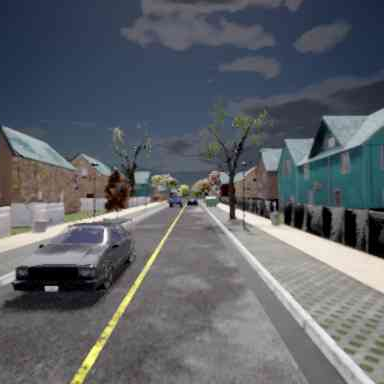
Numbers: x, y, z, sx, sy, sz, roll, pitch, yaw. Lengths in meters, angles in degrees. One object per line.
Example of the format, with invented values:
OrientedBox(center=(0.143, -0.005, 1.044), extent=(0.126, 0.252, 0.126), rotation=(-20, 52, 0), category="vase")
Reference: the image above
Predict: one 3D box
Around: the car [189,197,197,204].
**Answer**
OrientedBox(center=(0.132, 1.903, 78.155), extent=(1.837, 1.490, 4.892), rotation=(0, -1, 0), category="car")

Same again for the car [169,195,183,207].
OrientedBox(center=(-2.710, 1.503, 56.456), extent=(2.150, 2.045, 5.566), rotation=(0, 0, 1), category="car")

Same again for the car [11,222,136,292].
OrientedBox(center=(-2.834, 1.577, 9.386), extent=(2.033, 1.411, 5.357), rotation=(0, 0, 0), category="car")

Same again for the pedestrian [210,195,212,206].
OrientedBox(center=(3.103, 1.428, 55.445), extent=(0.375, 1.860, 0.375), rotation=(1, -2, -2), category="pedestrian")

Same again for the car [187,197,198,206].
OrientedBox(center=(0.105, 1.908, 63.616), extent=(1.994, 1.385, 4.181), rotation=(0, 0, 1), category="car")
